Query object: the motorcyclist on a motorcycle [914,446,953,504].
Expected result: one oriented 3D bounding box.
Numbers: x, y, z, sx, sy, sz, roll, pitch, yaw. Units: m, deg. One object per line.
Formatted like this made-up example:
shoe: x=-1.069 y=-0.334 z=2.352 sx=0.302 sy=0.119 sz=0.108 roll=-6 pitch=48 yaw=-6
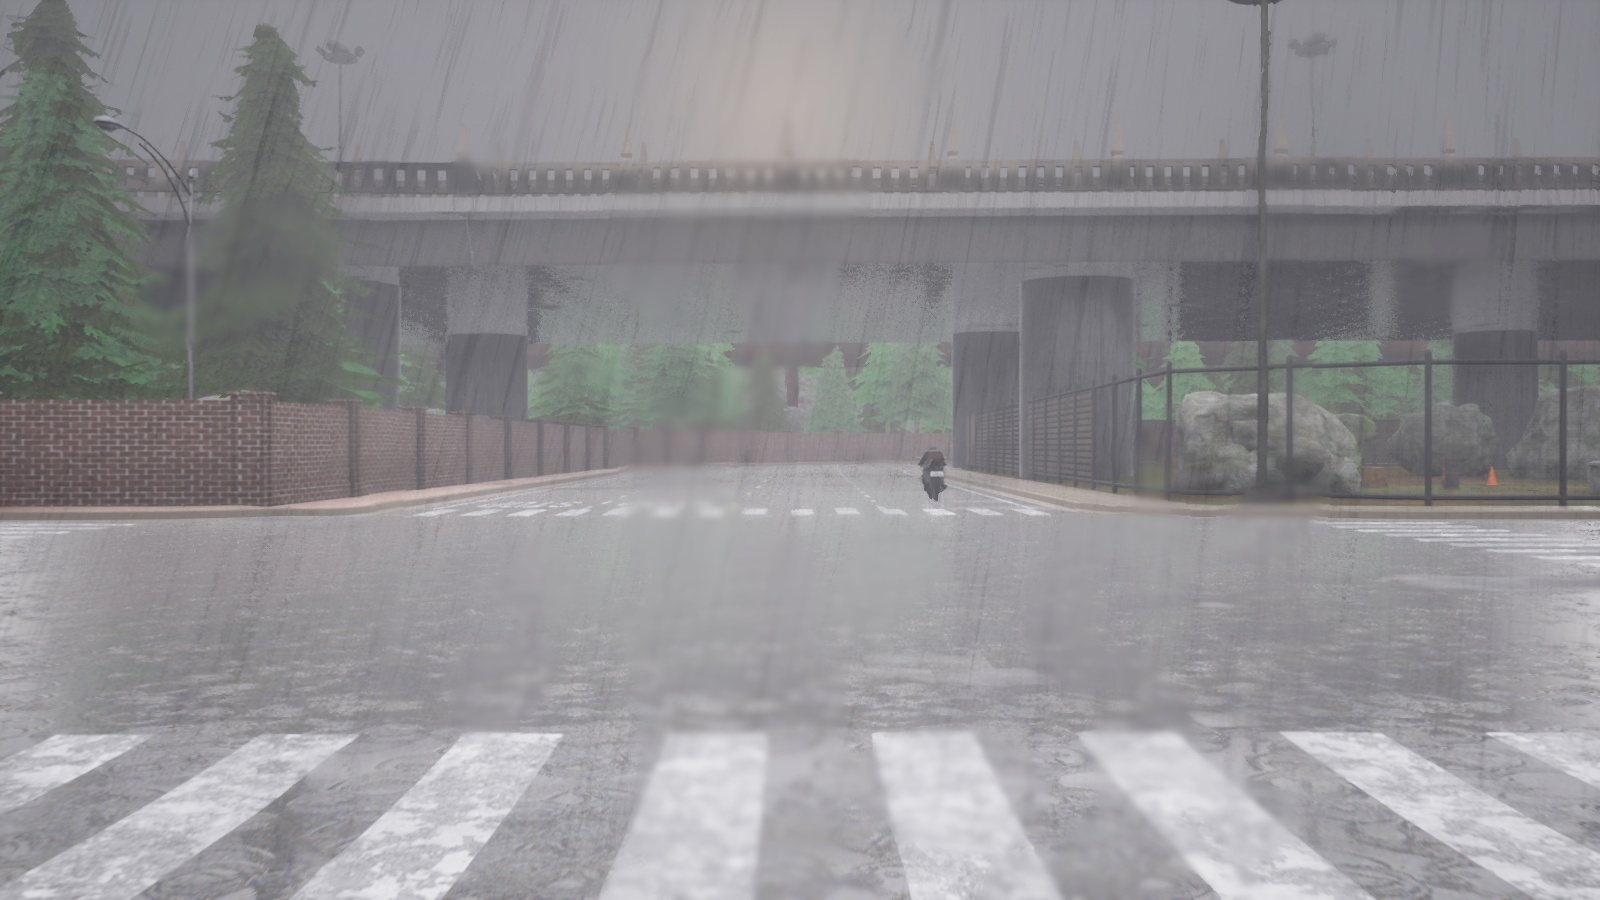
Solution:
motorcyclist on a motorcycle: x=3.651 y=0.651 z=34.449 sx=0.866 sy=1.530 sz=2.191 roll=0 pitch=0 yaw=1
